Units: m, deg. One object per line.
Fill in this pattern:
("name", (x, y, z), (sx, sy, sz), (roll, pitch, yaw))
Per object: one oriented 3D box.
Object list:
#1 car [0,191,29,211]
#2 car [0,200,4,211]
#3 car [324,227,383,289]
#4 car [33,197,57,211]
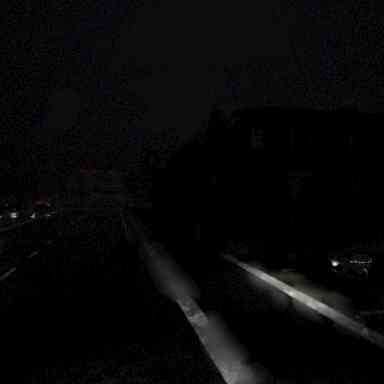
("car", (-20.944, 1.101, 39.200), (2.150, 2.045, 5.566), (1, 0, -13))
("car", (-12.697, 1.409, 18.649), (2.128, 1.511, 4.902), (1, 0, -13))
("car", (5.908, 1.546, 8.664), (4.892, 1.490, 1.837), (0, 0, -10))
("car", (-17.495, 1.400, 39.791), (1.882, 1.535, 5.008), (1, 0, -13))
